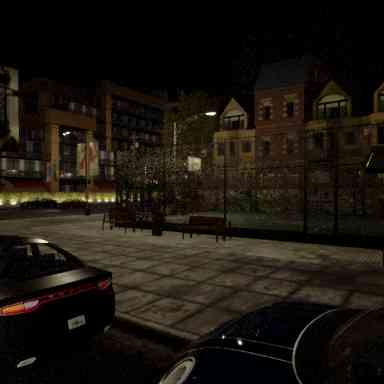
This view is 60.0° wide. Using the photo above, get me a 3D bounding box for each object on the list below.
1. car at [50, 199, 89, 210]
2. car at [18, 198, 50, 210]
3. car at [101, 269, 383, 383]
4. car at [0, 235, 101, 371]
[{"bbox_3d":[-15.216,1.564,42.248,1.994,1.385,4.181,0,0,35],"label":"car"},{"bbox_3d":[-19.485,1.491,42.238,2.128,1.511,4.902,0,0,35],"label":"car"},{"bbox_3d":[1.858,1.354,1.986,4.553,1.767,2.185,0,0,35],"label":"car"},{"bbox_3d":[-3.469,1.480,5.582,5.008,1.535,2.097,0,0,35],"label":"car"}]
